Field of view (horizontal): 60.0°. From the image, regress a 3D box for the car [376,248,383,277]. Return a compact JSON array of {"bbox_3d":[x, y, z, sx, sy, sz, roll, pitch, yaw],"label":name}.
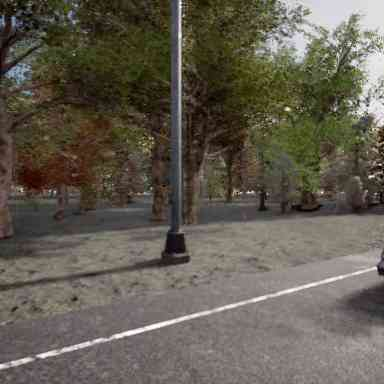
[{"bbox_3d":[6.887,1.574,8.665,5.357,1.411,2.033,0,0,-36],"label":"car"}]
